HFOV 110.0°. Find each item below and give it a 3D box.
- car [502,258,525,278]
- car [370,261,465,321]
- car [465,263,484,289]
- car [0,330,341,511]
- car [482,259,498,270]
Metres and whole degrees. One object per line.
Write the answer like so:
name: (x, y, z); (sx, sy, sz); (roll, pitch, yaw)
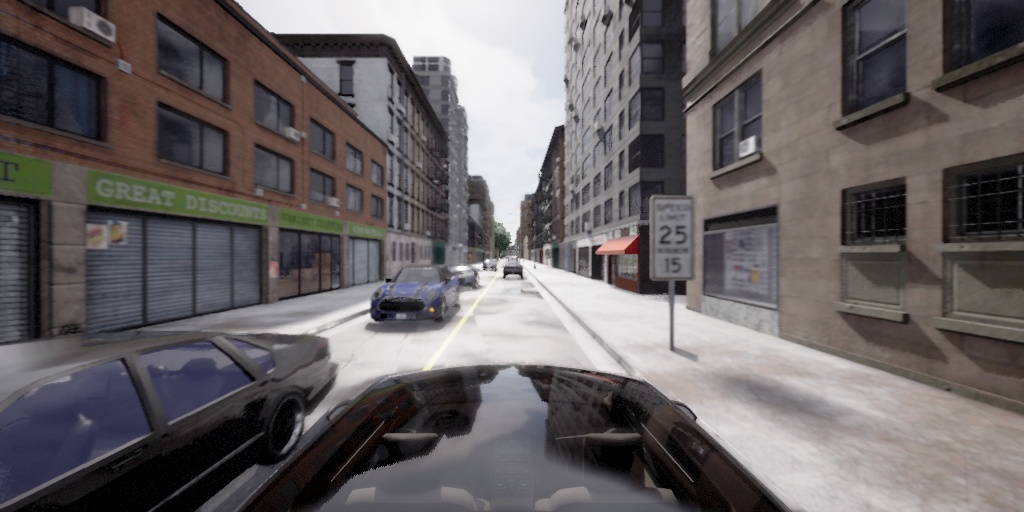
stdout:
car: (0.108, 1.214, 32.960); (1.837, 1.490, 4.892); (0, 0, 0)
car: (-3.083, 1.091, 12.264); (2.097, 1.767, 4.553); (0, 0, 0)
car: (-3.081, 1.289, 22.432); (1.994, 1.385, 4.181); (0, 0, -1)
car: (-3.097, 1.297, 2.207); (2.033, 1.411, 5.357); (0, 0, 0)
car: (-2.986, 1.204, 49.206); (2.128, 1.511, 4.902); (0, 0, 0)
